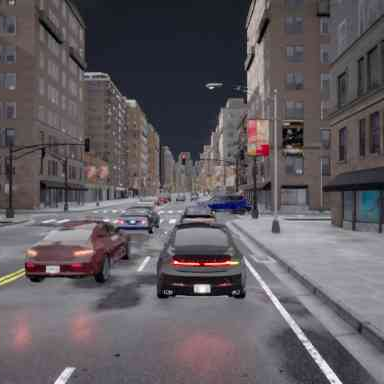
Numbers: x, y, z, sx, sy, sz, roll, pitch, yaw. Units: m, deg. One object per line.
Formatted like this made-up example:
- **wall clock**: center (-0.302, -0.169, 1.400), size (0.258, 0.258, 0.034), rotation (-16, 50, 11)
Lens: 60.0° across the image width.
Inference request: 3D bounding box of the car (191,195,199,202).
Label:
- **car**: center (0.637, 1.473, 75.392), size (1.812, 1.442, 4.674), rotation (0, 0, 0)

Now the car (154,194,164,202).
- **car**: center (-6.126, 1.498, 54.104), size (1.812, 1.442, 4.674), rotation (0, 0, 1)

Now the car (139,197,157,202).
- **car**: center (-6.212, 1.582, 44.093), size (1.895, 1.301, 4.718), rotation (0, 0, 0)

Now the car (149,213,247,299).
- **car**: center (0.205, 1.506, 8.459), size (1.837, 1.490, 4.892), rotation (0, 0, 0)

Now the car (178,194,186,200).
- **car**: center (-2.545, 1.245, 85.658), size (1.882, 1.535, 5.008), rotation (0, 0, 0)

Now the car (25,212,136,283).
- **car**: center (-3.026, 1.527, 9.595), size (1.812, 1.442, 4.674), rotation (0, 0, 1)

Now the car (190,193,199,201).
- **car**: center (0.706, 1.160, 85.660), size (2.150, 2.045, 5.566), rotation (0, 0, 0)

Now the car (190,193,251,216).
- **car**: center (2.933, 1.251, 32.459), size (5.566, 2.045, 2.150), rotation (0, -1, -9)

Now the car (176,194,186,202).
- **car**: center (-2.622, 1.493, 75.655), size (1.994, 1.385, 4.181), rotation (0, 0, 0)

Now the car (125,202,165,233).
- **car**: center (-2.959, 1.546, 19.162), size (2.033, 1.411, 5.357), rotation (0, 0, 0)

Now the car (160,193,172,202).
- **car**: center (-5.874, 1.170, 75.458), size (2.150, 2.045, 5.566), rotation (0, 0, 0)

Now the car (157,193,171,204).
- **car**: center (-5.998, 1.183, 64.765), size (2.150, 2.045, 5.566), rotation (0, 0, 1)

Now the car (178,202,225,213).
- **car**: center (0.291, 1.490, 17.855), size (2.128, 1.511, 4.902), rotation (0, 0, -1)
